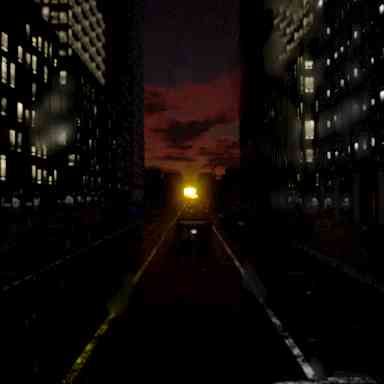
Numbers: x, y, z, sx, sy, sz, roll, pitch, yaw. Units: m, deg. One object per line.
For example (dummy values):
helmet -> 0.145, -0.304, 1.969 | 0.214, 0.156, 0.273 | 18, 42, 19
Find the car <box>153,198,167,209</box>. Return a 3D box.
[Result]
car -> -5.724, 1.977, 54.363 | 1.967, 1.590, 4.097 | 0, -1, 0

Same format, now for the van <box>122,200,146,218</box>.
van -> -5.708, 1.658, 31.597 | 1.690, 1.788, 3.998 | 0, -1, 0

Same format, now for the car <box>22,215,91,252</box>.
car -> -5.698, 1.699, 14.519 | 2.008, 1.369, 4.403 | 0, -1, 0

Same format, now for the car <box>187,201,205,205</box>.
car -> 0.075, 1.917, 35.265 | 1.994, 1.385, 4.181 | 0, -1, 0

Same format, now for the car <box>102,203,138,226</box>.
car -> -5.705, 1.806, 25.903 | 1.887, 1.381, 4.507 | 0, -1, 0

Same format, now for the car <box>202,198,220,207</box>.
car -> 2.665, 1.868, 42.971 | 1.967, 1.590, 4.097 | 0, -1, 0

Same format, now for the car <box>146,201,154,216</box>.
car -> -5.713, 1.955, 37.287 | 1.802, 1.307, 4.206 | 0, -1, 0

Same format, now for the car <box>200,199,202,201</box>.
car -> 2.656, 2.118, 54.353 | 1.802, 1.307, 4.206 | 0, -1, 0

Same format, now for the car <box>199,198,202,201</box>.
car -> 2.652, 2.117, 60.216 | 1.752, 1.417, 4.829 | 0, -1, 0

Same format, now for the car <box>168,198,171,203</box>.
car -> -5.732, 2.211, 65.747 | 1.947, 1.339, 4.313 | 0, -1, 0

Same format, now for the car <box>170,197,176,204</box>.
car -> -5.747, 2.383, 88.343 | 1.752, 1.417, 4.829 | 0, -1, 0

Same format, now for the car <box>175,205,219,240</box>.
car -> 0.087, 1.674, 18.030 | 2.128, 1.511, 4.902 | 0, -1, 0

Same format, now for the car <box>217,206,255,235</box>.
car -> 2.679, 1.770, 20.204 | 1.947, 1.339, 4.313 | 0, -1, 0
